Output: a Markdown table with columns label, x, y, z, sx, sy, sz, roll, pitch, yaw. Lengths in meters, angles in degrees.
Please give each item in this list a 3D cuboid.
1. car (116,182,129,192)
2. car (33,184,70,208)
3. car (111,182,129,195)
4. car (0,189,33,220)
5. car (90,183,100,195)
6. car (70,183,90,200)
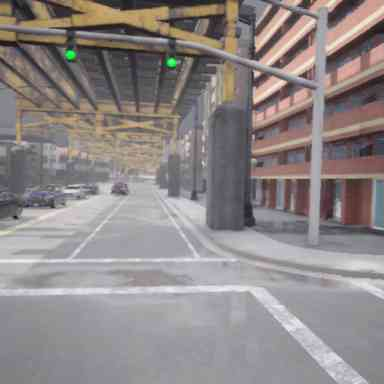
| label | x | y | z | sx | sy | sz | roll | pitch | yaw |
| --- | --- | --- | --- | --- | --- | --- | --- | --- | --- |
| car | -11.650 | -0.896 | 56.174 | 1.837 | 1.490 | 4.892 | 1 | 3 | -8 |
| car | -10.835 | 0.204 | 24.676 | 2.097 | 1.767 | 4.553 | 1 | 2 | -8 |
| car | -10.117 | -0.397 | 46.023 | 1.812 | 1.442 | 4.674 | 1 | 2 | -8 |
| car | -9.562 | 0.690 | 15.614 | 2.128 | 1.511 | 4.902 | 1 | 2 | -8 |
| car | -13.556 | -0.461 | 44.474 | 2.128 | 1.511 | 4.902 | 1 | 2 | -8 |
| car | -12.209 | -0.002 | 34.465 | 1.812 | 1.442 | 4.674 | 1 | 2 | -8 |
